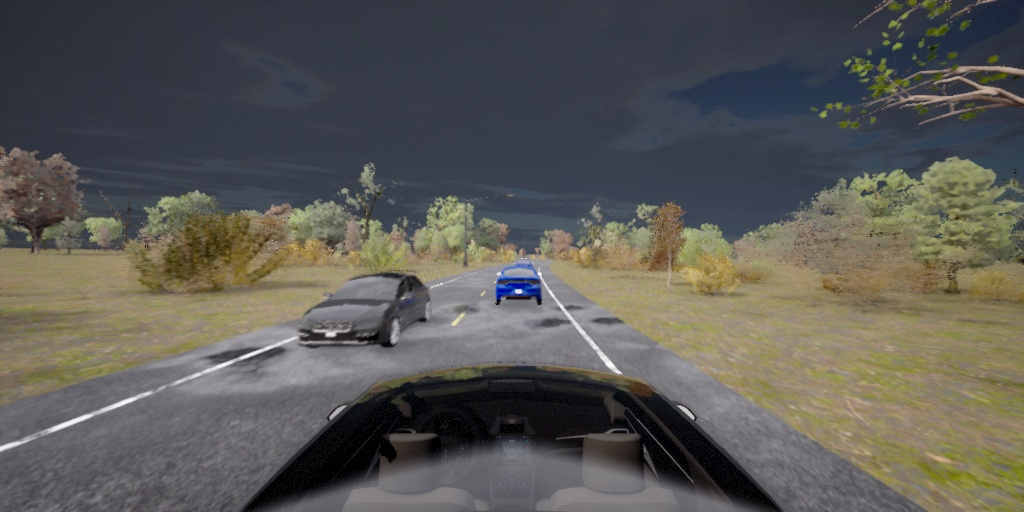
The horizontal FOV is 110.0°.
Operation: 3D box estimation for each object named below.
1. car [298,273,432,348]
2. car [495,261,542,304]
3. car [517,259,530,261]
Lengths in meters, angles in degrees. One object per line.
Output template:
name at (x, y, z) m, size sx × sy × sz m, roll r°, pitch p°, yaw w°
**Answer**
car at (-3.397, 1.219, 9.218) m, size 1.837 × 1.490 × 4.892 m, roll 0°, pitch 0°, yaw 1°
car at (0.319, 1.166, 16.094) m, size 1.882 × 1.535 × 5.008 m, roll 0°, pitch 0°, yaw 2°
car at (1.172, 1.084, 36.357) m, size 1.882 × 1.535 × 5.008 m, roll 0°, pitch 0°, yaw 3°
